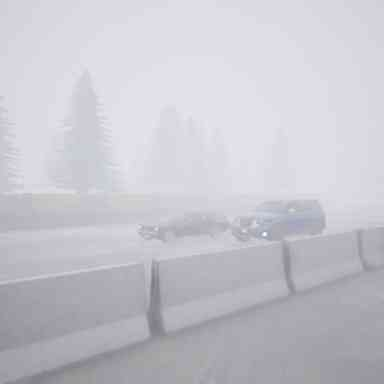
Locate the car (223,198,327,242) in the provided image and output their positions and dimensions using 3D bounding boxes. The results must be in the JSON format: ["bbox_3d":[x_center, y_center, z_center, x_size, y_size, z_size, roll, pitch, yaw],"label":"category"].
[{"bbox_3d":[4.377,1.333,16.177,5.566,2.045,2.150,0,-1,-40],"label":"car"}]

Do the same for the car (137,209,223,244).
[{"bbox_3d":[-0.370,1.758,16.892,4.718,1.301,1.895,0,-1,-38],"label":"car"}]
